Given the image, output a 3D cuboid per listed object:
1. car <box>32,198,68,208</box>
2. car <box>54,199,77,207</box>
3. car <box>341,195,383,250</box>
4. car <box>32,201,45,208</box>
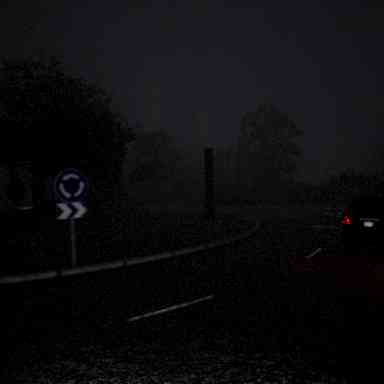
[{"bbox_3d":[-22.721,1.781,53.450,4.892,1.490,1.837,-2,1,-11],"label":"car"},{"bbox_3d":[-30.942,2.662,81.218,4.892,1.521,2.231,-3,-2,-33],"label":"car"},{"bbox_3d":[7.760,1.131,12.815,5.566,2.045,2.150,-1,0,-44],"label":"car"},{"bbox_3d":[-37.482,3.136,81.137,2.128,1.511,4.902,-3,-2,-33],"label":"car"}]
